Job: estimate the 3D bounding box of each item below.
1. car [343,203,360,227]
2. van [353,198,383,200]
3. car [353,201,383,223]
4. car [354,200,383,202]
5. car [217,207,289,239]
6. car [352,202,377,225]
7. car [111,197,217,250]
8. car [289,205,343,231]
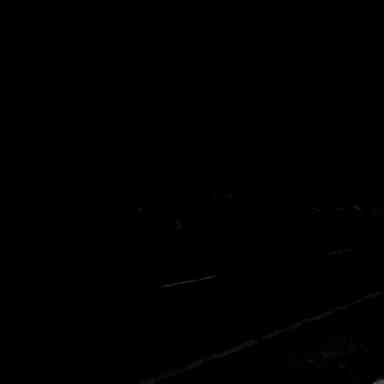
[{"bbox_3d":[8.920,1.697,23.771,2.163,1.488,4.792,1,-1,-40],"label":"car"},{"bbox_3d":[16.997,1.542,31.118,1.878,1.987,4.442,1,-1,-43],"label":"van"},{"bbox_3d":[13.042,1.762,27.350,2.002,1.452,4.674,1,-1,-42],"label":"car"},{"bbox_3d":[15.193,1.741,29.041,1.946,1.575,5.366,1,-1,-42],"label":"car"},{"bbox_3d":[2.561,1.602,18.406,2.163,1.488,4.792,1,-1,-38],"label":"car"},{"bbox_3d":[11.018,1.725,25.515,2.163,1.488,4.792,1,-1,-41],"label":"car"},{"bbox_3d":[-1.736,1.274,15.031,2.435,2.045,5.566,0,-1,-37],"label":"car"},{"bbox_3d":[6.861,1.639,21.975,2.231,1.521,4.892,1,-1,-40],"label":"car"}]
